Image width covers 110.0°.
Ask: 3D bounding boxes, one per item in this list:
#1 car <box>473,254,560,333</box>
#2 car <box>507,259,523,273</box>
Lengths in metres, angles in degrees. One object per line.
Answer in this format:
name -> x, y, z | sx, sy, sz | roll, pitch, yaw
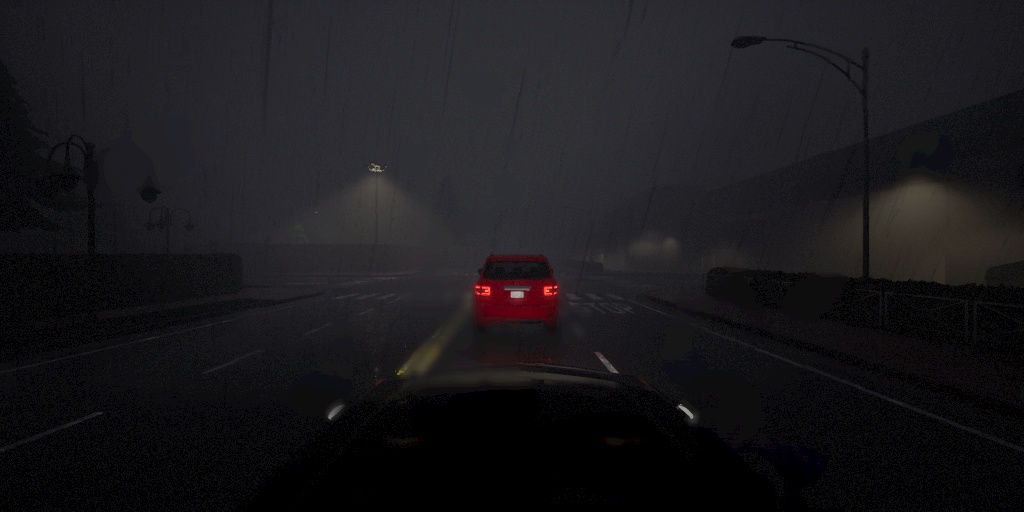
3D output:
car -> 0.122, 0.971, 10.828 | 2.150, 2.045, 5.566 | 0, 0, 0
car -> 0.356, 1.228, 45.591 | 1.882, 1.535, 5.008 | 0, 0, 1
